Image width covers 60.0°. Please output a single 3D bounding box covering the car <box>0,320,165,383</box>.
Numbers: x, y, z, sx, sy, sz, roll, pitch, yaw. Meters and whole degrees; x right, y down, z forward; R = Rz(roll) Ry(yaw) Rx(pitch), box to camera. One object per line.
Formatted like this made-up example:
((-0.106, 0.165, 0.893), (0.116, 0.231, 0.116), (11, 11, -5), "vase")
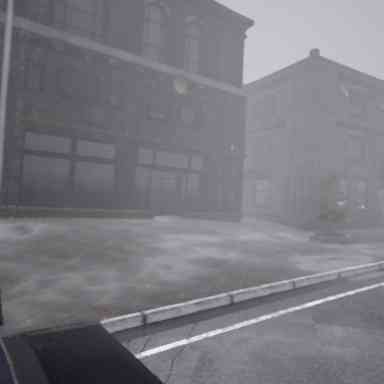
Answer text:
((-2.414, 1.598, 1.626), (4.718, 1.301, 1.895), (0, 0, -35), "car")
